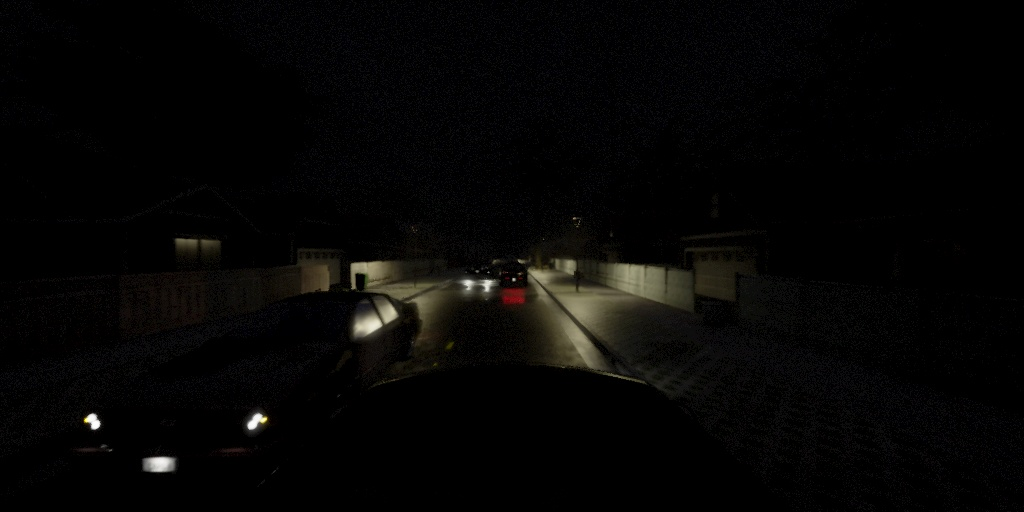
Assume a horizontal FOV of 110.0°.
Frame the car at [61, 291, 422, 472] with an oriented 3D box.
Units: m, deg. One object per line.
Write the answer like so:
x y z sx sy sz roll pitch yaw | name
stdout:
-2.840 1.288 5.552 2.033 1.411 5.357 0 0 0 | car

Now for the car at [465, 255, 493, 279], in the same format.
-2.842 0.897 32.090 2.150 2.045 5.566 0 0 0 | car

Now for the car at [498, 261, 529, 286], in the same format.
0.106 1.198 24.692 1.837 1.490 4.892 0 0 0 | car
